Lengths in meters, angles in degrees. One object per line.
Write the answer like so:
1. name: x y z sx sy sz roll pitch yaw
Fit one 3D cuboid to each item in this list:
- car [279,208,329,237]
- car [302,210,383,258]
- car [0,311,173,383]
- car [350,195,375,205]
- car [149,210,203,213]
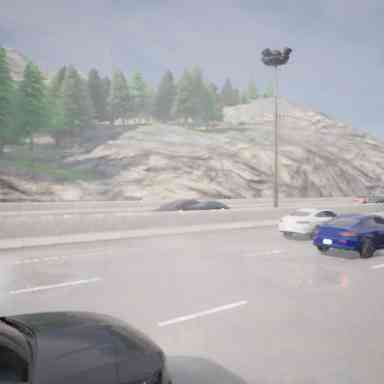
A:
1. car: 6.376 1.531 16.920 4.674 1.442 1.812 0 0 -36
2. car: 6.500 1.529 12.705 4.674 1.442 1.812 0 0 -36
3. car: -2.406 1.507 2.068 4.892 1.490 1.837 0 0 -35
4. car: 31.098 1.372 60.557 4.553 1.767 2.097 0 0 -35
5. car: -1.262 1.574 24.608 4.181 1.385 1.994 0 0 -36
